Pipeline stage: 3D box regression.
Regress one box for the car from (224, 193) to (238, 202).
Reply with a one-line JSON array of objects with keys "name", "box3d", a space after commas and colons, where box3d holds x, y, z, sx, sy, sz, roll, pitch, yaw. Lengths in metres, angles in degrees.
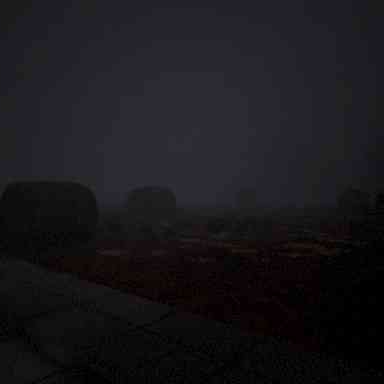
[{"name": "car", "box3d": [9.127, 1.152, 73.545, 3.866, 1.878, 1.905, -2, 6, -6]}]
